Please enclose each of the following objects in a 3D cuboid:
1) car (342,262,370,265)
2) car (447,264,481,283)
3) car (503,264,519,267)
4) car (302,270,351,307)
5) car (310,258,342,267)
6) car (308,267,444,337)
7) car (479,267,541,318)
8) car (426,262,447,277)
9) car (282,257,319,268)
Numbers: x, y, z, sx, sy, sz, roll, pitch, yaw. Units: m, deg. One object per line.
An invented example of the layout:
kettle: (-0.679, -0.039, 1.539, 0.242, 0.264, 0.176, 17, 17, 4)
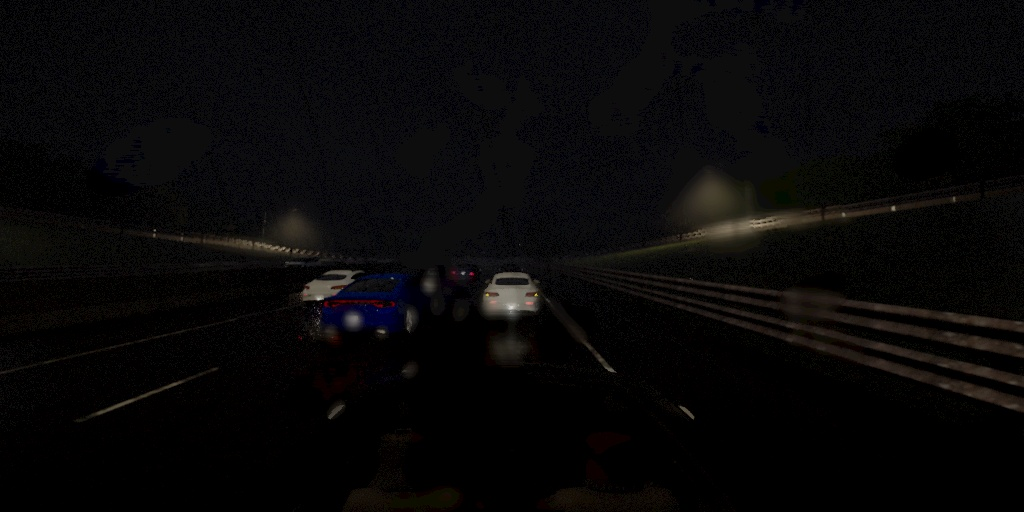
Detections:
car: (-18.075, 1.397, 42.933, 1.812, 1.442, 4.674, 0, 0, -1)
car: (-3.600, 1.374, 29.010, 2.033, 1.411, 5.357, 0, 0, 0)
car: (-0.100, 1.374, 29.061, 2.033, 1.411, 5.357, 0, 0, 0)
car: (-6.998, 1.308, 15.284, 1.812, 1.442, 4.674, 0, 0, 0)
car: (-21.569, 1.348, 42.841, 1.882, 1.535, 5.008, 0, 0, -2)
car: (-3.490, 1.246, 10.396, 1.882, 1.535, 5.008, 0, 0, 0)
car: (0.003, 1.299, 12.901, 1.812, 1.442, 4.674, 0, 0, 0)
car: (-7.176, 1.349, 34.273, 1.837, 1.490, 4.892, 0, 0, -1)
car: (-25.076, 1.092, 43.096, 2.150, 2.045, 5.566, 0, 0, -2)
